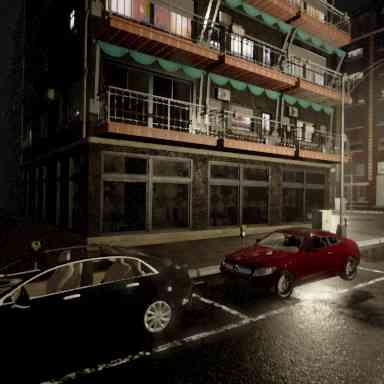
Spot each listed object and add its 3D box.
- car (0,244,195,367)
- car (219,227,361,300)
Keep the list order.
[{"bbox_3d":[-2.011,1.551,5.068,4.403,1.369,2.008,0,1,-36],"label":"car"},{"bbox_3d":[2.615,1.584,8.375,4.206,1.307,1.802,0,1,-36],"label":"car"}]
